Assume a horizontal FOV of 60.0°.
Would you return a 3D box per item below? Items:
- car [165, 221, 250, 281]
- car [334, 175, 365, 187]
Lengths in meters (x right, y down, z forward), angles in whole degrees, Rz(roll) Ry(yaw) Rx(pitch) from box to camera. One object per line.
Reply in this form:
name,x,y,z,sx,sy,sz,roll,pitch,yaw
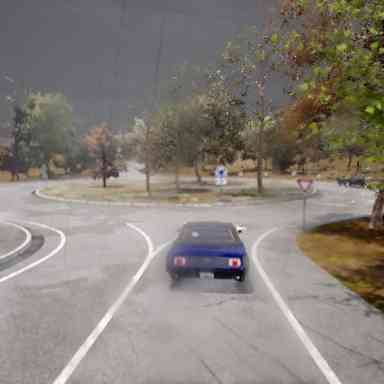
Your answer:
car,0.506,1.471,9.538,1.895,1.301,4.718,0,2,4
car,19.628,-1.437,41.560,1.837,1.490,4.892,1,5,-3
